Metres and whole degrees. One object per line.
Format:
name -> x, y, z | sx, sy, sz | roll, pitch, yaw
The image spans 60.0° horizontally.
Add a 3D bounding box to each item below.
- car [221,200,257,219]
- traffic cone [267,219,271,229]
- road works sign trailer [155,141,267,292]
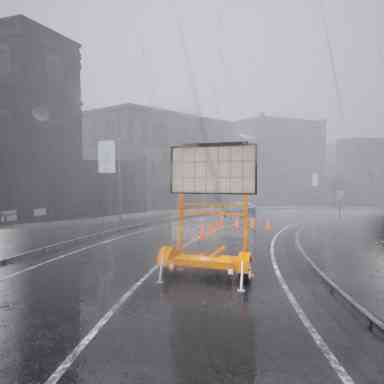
car -> 4.270, 1.477, 29.146 | 1.812, 1.442, 4.674 | 3, 1, 32
traffic cone -> 4.834, 2.015, 21.040 | 0.340, 0.580, 0.340 | 2, 0, 14
road works sign trailer -> 0.608, 0.457, 9.147 | 2.380, 3.560, 2.880 | 1, 0, 18
